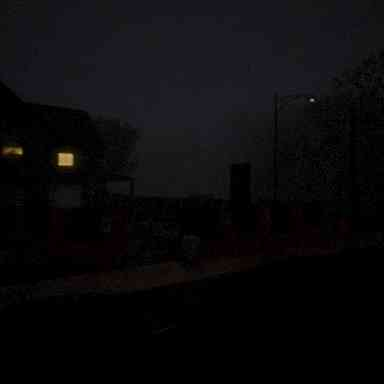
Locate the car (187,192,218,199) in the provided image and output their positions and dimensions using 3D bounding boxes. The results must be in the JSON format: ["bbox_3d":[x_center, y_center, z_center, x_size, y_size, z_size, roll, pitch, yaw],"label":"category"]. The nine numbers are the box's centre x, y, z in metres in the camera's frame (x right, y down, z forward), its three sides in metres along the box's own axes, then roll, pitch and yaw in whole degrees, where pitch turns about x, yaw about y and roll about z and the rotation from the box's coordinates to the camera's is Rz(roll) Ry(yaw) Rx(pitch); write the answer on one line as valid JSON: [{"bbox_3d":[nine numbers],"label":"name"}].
[{"bbox_3d":[1.483,1.083,38.098,2.150,2.045,5.566,0,0,-36],"label":"car"}]
